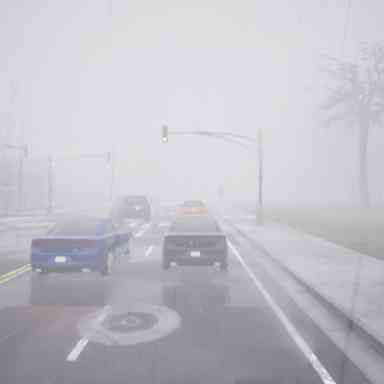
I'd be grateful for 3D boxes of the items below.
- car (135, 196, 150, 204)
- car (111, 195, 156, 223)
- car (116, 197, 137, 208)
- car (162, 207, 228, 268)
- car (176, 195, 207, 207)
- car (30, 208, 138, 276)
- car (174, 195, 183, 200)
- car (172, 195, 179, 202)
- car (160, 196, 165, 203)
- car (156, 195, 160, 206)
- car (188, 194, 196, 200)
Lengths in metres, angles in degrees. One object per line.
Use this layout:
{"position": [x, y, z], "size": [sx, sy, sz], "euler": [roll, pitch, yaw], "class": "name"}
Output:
{"position": [-9.791, 1.508, 66.124], "size": [2.033, 1.411, 5.357], "euler": [0, 0, 0], "class": "car"}
{"position": [-4.713, 1.218, 24.985], "size": [2.150, 2.045, 5.566], "euler": [1, 0, -22], "class": "car"}
{"position": [-9.850, 1.525, 50.510], "size": [2.033, 1.411, 5.357], "euler": [0, 0, 0], "class": "car"}
{"position": [0.093, 1.476, 11.234], "size": [1.882, 1.535, 5.008], "euler": [0, 0, 0], "class": "car"}
{"position": [0.088, 1.348, 25.189], "size": [2.097, 1.767, 4.553], "euler": [0, 0, 0], "class": "car"}
{"position": [-3.153, 1.477, 10.436], "size": [1.882, 1.535, 5.008], "euler": [0, 0, 0], "class": "car"}
{"position": [-3.290, 1.349, 82.776], "size": [1.994, 1.385, 4.181], "euler": [0, 0, 0], "class": "car"}
{"position": [-3.285, 1.488, 72.355], "size": [2.033, 1.411, 5.357], "euler": [0, 0, 0], "class": "car"}
{"position": [-6.546, 1.440, 66.015], "size": [1.882, 1.535, 5.008], "euler": [0, 0, 0], "class": "car"}
{"position": [-6.600, 1.329, 50.693], "size": [2.097, 1.767, 4.553], "euler": [0, 0, 0], "class": "car"}
{"position": [-0.040, 1.320, 82.777], "size": [1.812, 1.442, 4.674], "euler": [0, 0, 0], "class": "car"}
